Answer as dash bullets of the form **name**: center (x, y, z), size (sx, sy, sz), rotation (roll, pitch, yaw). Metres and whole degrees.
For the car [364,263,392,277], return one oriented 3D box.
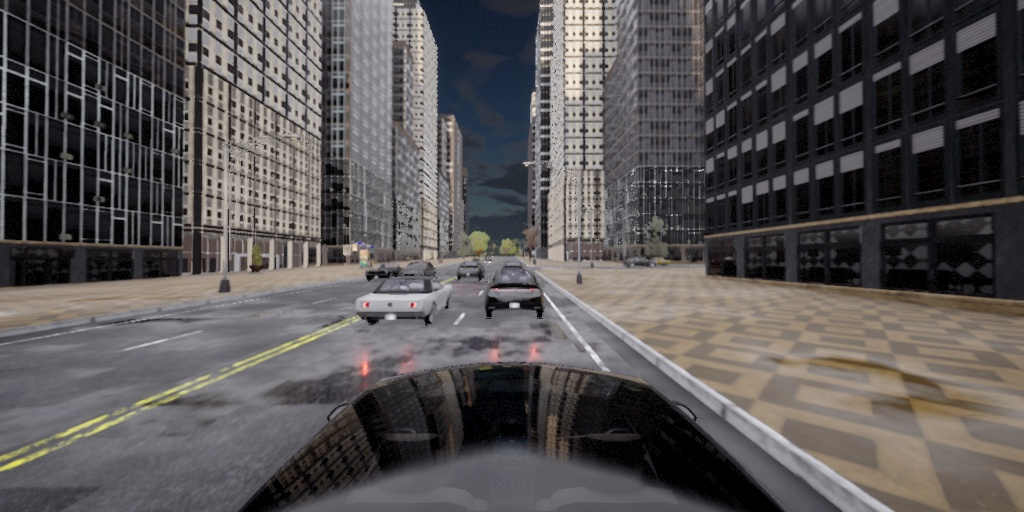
- **car**: center (-9.830, 1.237, 28.231), size (1.895, 1.301, 4.718), rotation (0, 0, 0)

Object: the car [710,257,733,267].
- **car**: center (27.812, 0.762, 46.964), size (4.207, 1.307, 1.802), rotation (0, 0, -1)

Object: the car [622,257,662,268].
- **car**: center (16.695, 0.836, 46.822), size (4.403, 1.370, 2.007), rotation (0, 0, -1)

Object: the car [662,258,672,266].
- **car**: center (21.977, 0.858, 55.270), size (4.829, 1.417, 1.751), rotation (0, 0, -1)

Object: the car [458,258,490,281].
- **car**: center (-3.162, 1.127, 28.370), size (2.128, 1.511, 4.902), rotation (0, 0, 0)

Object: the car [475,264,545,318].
- **car**: center (0.084, 1.195, 12.718), size (2.128, 1.511, 4.902), rotation (0, 0, 0)

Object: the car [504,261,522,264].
- **car**: center (0.088, 1.127, 28.356), size (2.128, 1.511, 4.902), rotation (0, 0, 0)

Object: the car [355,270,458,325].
- **car**: center (-3.168, 1.308, 11.635), size (1.895, 1.301, 4.718), rotation (0, 0, 0)

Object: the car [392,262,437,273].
- **car**: center (-6.587, 1.155, 25.402), size (1.837, 1.490, 4.892), rotation (0, 0, 0)
